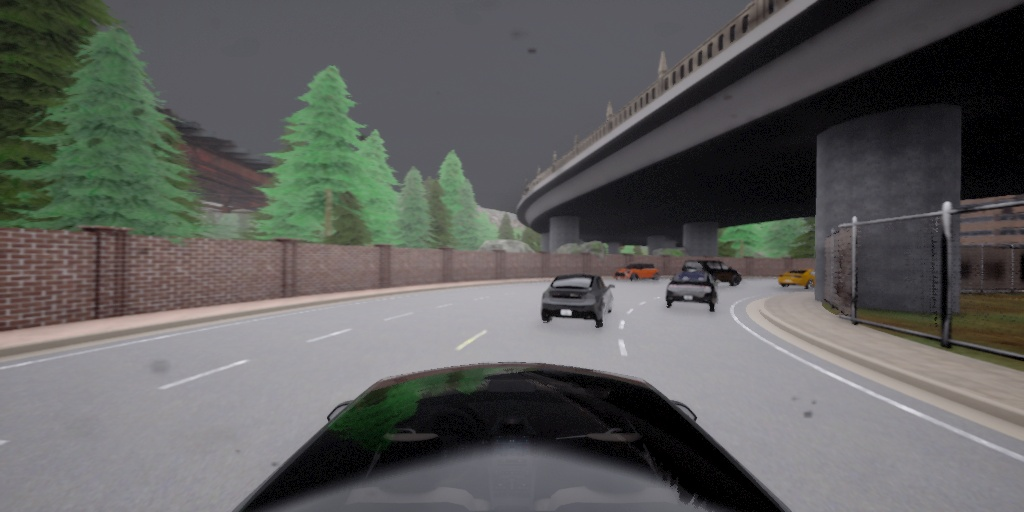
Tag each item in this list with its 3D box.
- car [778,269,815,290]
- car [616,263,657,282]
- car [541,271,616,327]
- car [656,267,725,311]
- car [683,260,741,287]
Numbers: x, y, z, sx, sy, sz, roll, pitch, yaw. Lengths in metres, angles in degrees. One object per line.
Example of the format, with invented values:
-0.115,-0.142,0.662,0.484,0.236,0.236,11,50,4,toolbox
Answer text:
22.962,1.739,27.708,5.008,1.535,1.882,1,-1,-20,car
11.729,1.466,33.919,4.553,1.767,2.097,1,0,-30,car
2.337,1.350,12.225,1.837,1.490,4.892,0,-1,20,car
8.156,1.451,16.094,2.128,1.511,4.902,0,0,31,car
15.531,1.365,28.077,5.566,2.045,2.150,1,-1,-32,car
